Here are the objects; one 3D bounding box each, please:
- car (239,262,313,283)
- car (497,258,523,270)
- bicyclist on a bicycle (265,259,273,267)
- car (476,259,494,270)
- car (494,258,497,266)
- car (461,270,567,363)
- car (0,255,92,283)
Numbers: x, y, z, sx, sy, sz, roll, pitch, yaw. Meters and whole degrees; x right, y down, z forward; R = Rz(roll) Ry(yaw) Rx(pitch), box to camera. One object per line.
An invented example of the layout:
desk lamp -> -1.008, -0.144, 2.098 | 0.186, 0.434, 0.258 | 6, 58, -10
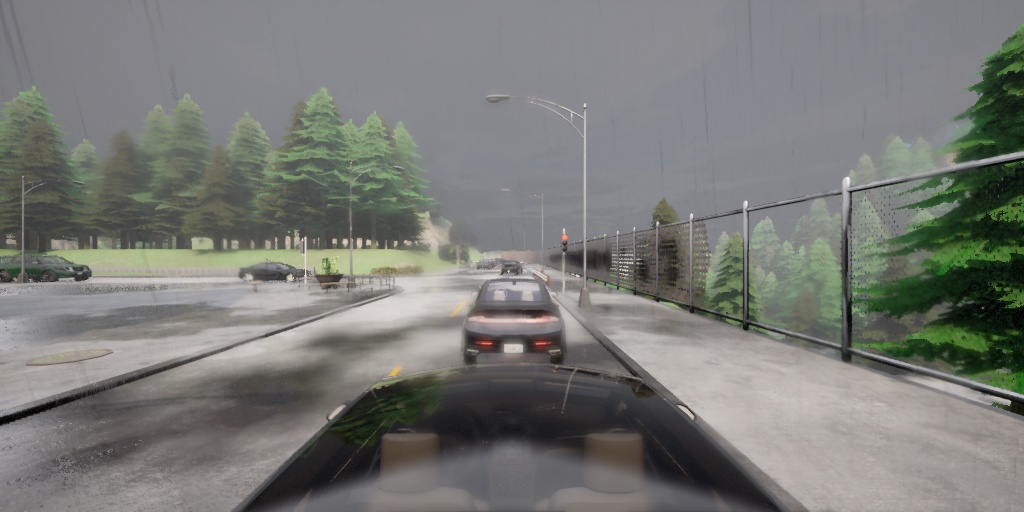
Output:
car -> -17.773, 1.228, 27.139 | 5.008, 1.535, 1.882 | 0, 0, 0
car -> -0.030, 1.255, 37.830 | 1.837, 1.490, 4.892 | 2, 0, 7
bicyclist on a bicycle -> -24.152, 1.099, 35.543 | 0.582, 1.620, 1.656 | 0, 0, 0
car -> -4.089, 1.255, 52.481 | 1.837, 1.490, 4.892 | 0, 0, 0
car -> -4.062, 1.228, 62.004 | 1.882, 1.535, 5.008 | 0, 0, 0
car -> 0.047, 1.241, 8.061 | 2.128, 1.511, 4.902 | 0, 0, 1
car -> -35.491, 0.972, 27.157 | 5.566, 2.045, 2.150 | 0, 0, 0
